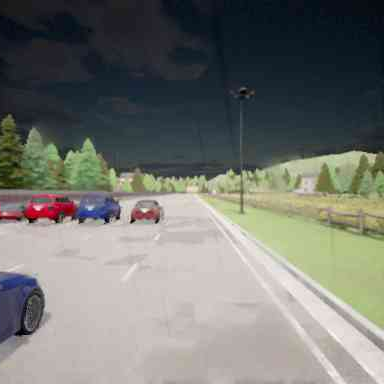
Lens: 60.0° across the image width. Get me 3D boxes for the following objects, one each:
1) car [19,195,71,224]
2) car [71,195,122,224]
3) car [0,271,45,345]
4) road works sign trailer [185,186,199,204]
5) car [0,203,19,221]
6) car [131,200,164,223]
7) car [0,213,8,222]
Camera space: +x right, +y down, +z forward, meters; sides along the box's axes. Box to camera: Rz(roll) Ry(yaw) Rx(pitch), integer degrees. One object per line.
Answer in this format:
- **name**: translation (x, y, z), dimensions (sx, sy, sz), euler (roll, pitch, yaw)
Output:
- **car**: translation (-10.371, 1.247, 25.084), dimensions (2.150, 2.045, 5.566), euler (0, 0, 0)
- **car**: translation (-6.872, 1.247, 25.085), dimensions (2.150, 2.045, 5.566), euler (0, 0, 0)
- **car**: translation (-3.404, 1.530, 3.719), dimensions (1.812, 1.442, 4.674), euler (0, 0, 0)
- **road works sign trailer**: translation (0.069, 0.527, 62.842), dimensions (2.380, 3.560, 2.880), euler (0, 0, 0)
- **car**: translation (-13.870, 1.591, 26.770), dimensions (1.994, 1.385, 4.181), euler (0, 0, 0)
- **car**: translation (-3.372, 1.378, 25.776), dimensions (2.097, 1.767, 4.553), euler (0, 0, 0)
- **car**: translation (-6.891, 1.500, 7.959), dimensions (2.128, 1.511, 4.902), euler (0, 0, 0)
